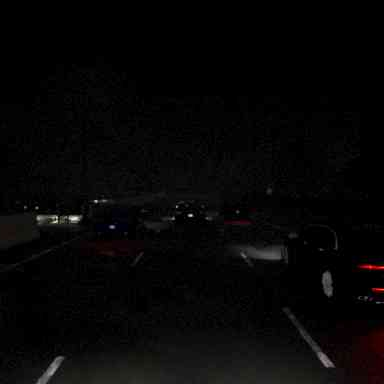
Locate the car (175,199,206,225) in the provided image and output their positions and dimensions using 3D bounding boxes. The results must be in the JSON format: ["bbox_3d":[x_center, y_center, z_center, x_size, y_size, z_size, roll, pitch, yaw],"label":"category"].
[{"bbox_3d":[-0.143,1.384,22.228,1.994,1.385,4.181,0,0,-2],"label":"car"}]

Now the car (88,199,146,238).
[{"bbox_3d":[-3.505,1.340,16.874,1.882,1.535,5.008,0,0,-1],"label":"car"}]

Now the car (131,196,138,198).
[{"bbox_3d":[-11.932,0.911,71.955,1.837,1.490,4.892,0,0,-1],"label":"car"}]

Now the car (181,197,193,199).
[{"bbox_3d":[-0.604,1.275,40.361,1.895,1.301,4.718,0,0,-1],"label":"car"}]

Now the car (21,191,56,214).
[{"bbox_3d":[-14.599,0.966,31.742,2.150,2.045,5.566,0,0,-1],"label":"car"}]

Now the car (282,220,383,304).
[{"bbox_3d":[3.595,1.440,7.975,1.837,1.490,4.892,0,0,0],"label":"car"}]

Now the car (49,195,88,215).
[{"bbox_3d":[-11.070,1.228,30.809,1.882,1.535,5.008,0,0,-1],"label":"car"}]

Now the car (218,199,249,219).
[{"bbox_3d":[3.239,1.263,26.535,1.882,1.535,5.008,0,0,-2],"label":"car"}]

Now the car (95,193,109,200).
[{"bbox_3d":[-18.889,0.910,69.995,1.882,1.535,5.008,0,0,-1],"label":"car"}]
